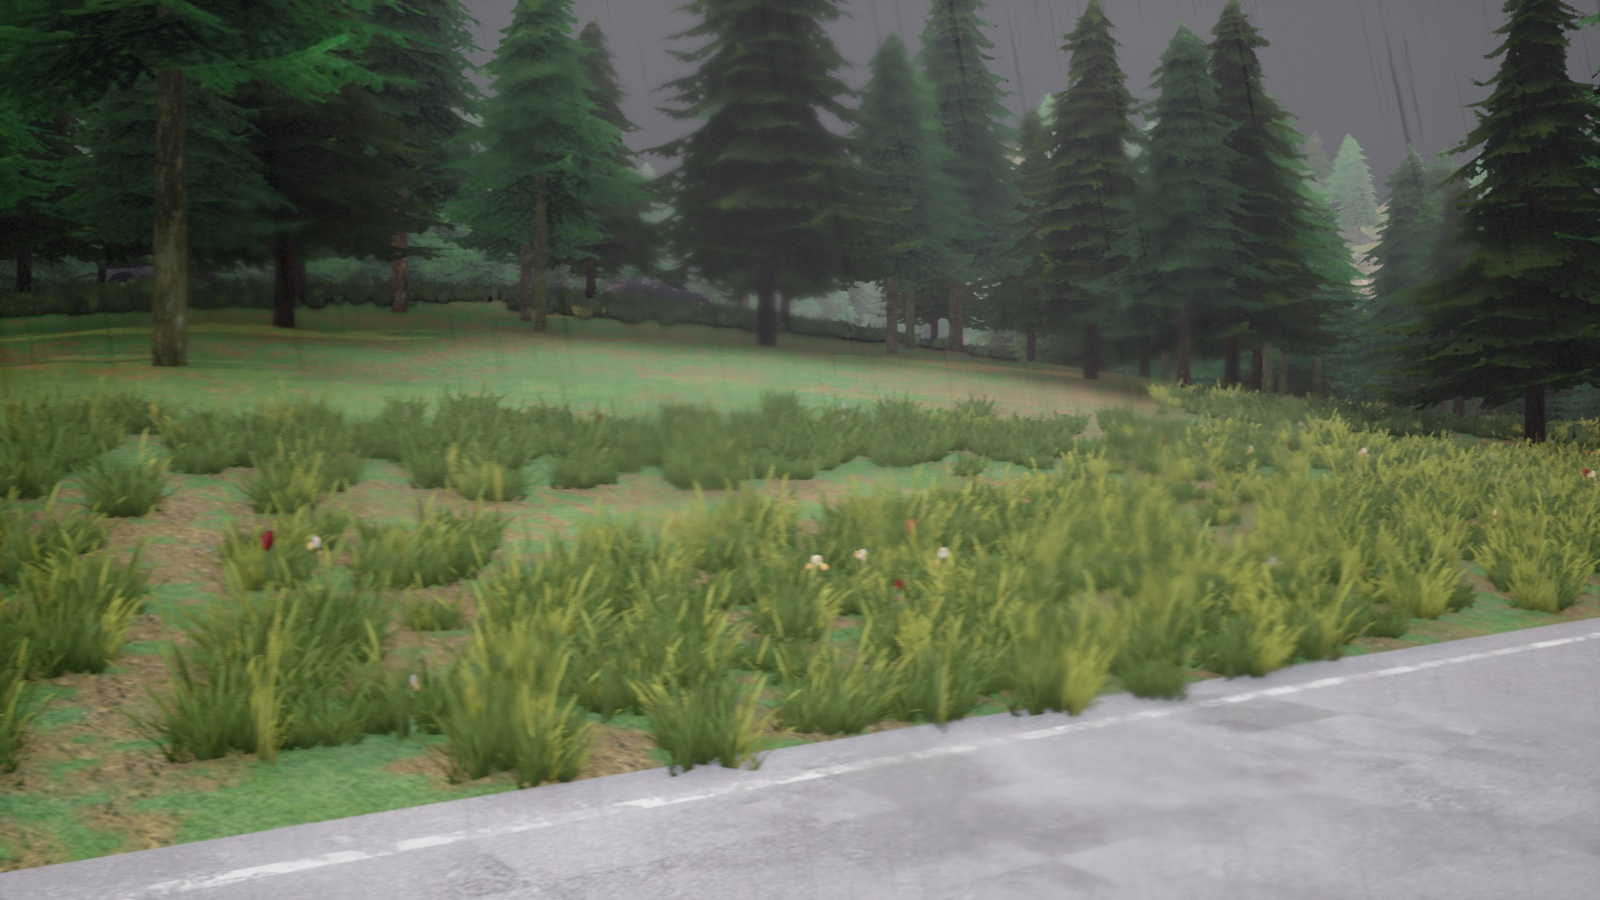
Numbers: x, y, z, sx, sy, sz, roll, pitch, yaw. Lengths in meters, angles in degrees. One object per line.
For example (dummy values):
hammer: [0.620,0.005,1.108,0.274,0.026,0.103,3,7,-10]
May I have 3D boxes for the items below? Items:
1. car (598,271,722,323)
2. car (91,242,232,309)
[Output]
car: [-5.737,-6.291,51.935,4.892,1.490,1.837,2,-1,-41]
car: [-22.112,-6.054,43.647,3.866,1.878,1.905,-4,1,-10]
